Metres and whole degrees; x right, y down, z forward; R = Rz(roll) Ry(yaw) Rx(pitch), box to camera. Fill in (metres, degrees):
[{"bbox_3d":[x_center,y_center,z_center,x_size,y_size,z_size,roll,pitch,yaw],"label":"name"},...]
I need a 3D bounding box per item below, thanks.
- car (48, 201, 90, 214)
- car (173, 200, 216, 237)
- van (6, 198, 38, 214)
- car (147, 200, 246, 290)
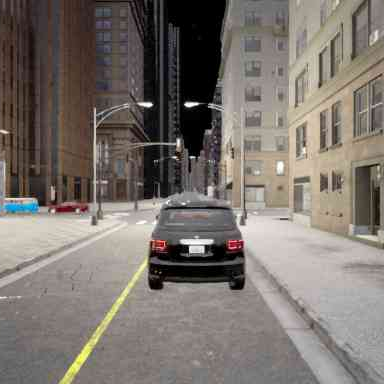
[{"bbox_3d":[-13.908,1.724,37.569,4.507,1.381,1.887,-1,0,0],"label":"car"},{"bbox_3d":[0.131,1.357,18.672,2.097,1.767,4.553,0,0,0],"label":"car"},{"bbox_3d":[-19.534,1.588,37.599,3.998,1.788,1.690,-1,0,0],"label":"van"},{"bbox_3d":[0.117,1.223,9.223,2.150,2.045,5.566,0,0,1],"label":"car"}]
